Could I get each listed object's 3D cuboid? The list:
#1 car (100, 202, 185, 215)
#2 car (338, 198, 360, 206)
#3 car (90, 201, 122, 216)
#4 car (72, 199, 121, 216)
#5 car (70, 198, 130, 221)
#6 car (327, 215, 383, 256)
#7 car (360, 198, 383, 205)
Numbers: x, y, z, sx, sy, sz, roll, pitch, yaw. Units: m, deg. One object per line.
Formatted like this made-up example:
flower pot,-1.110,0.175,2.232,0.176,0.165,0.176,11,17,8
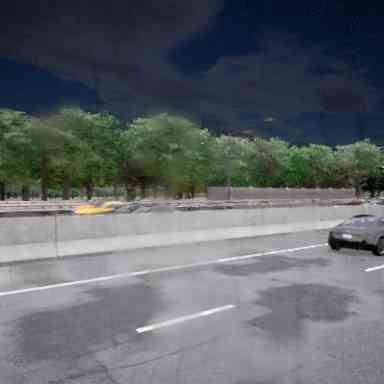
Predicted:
car,-2.533,1.532,19.373,4.892,1.490,1.837,0,0,-35
car,24.612,1.666,51.559,5.008,1.535,1.882,0,0,-35
car,-4.051,1.534,22.588,4.892,1.490,1.837,0,0,-35
car,-6.245,1.506,25.321,5.008,1.535,1.882,0,0,-35
car,-7.827,1.383,28.488,4.553,1.767,2.097,0,0,-35
car,7.360,1.606,13.416,4.181,1.385,1.994,0,0,-35
car,27.614,1.682,49.398,4.902,1.511,2.128,0,0,-35
